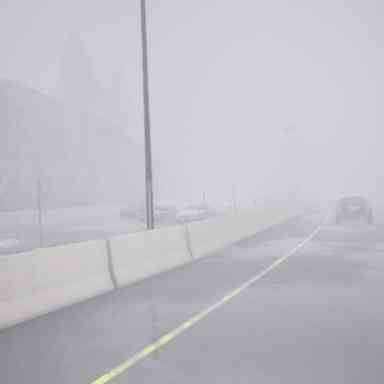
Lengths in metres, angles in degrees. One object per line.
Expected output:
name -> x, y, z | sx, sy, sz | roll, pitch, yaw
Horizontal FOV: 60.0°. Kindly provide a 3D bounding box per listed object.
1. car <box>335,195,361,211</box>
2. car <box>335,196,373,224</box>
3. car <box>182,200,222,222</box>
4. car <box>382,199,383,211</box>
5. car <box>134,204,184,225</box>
car -> 16.009, 1.080, 34.436 | 2.033, 1.411, 5.357 | -2, 0, 21
car -> 10.679, 1.037, 22.022 | 2.097, 1.767, 4.553 | -2, 0, 26
car -> 0.408, 1.576, 25.294 | 1.812, 1.442, 4.674 | -2, 0, 26
car -> 16.771, 0.978, 27.009 | 2.128, 1.511, 4.902 | -2, 0, 24
car -> -2.562, 1.759, 27.119 | 1.895, 1.301, 4.718 | -2, 0, 26
